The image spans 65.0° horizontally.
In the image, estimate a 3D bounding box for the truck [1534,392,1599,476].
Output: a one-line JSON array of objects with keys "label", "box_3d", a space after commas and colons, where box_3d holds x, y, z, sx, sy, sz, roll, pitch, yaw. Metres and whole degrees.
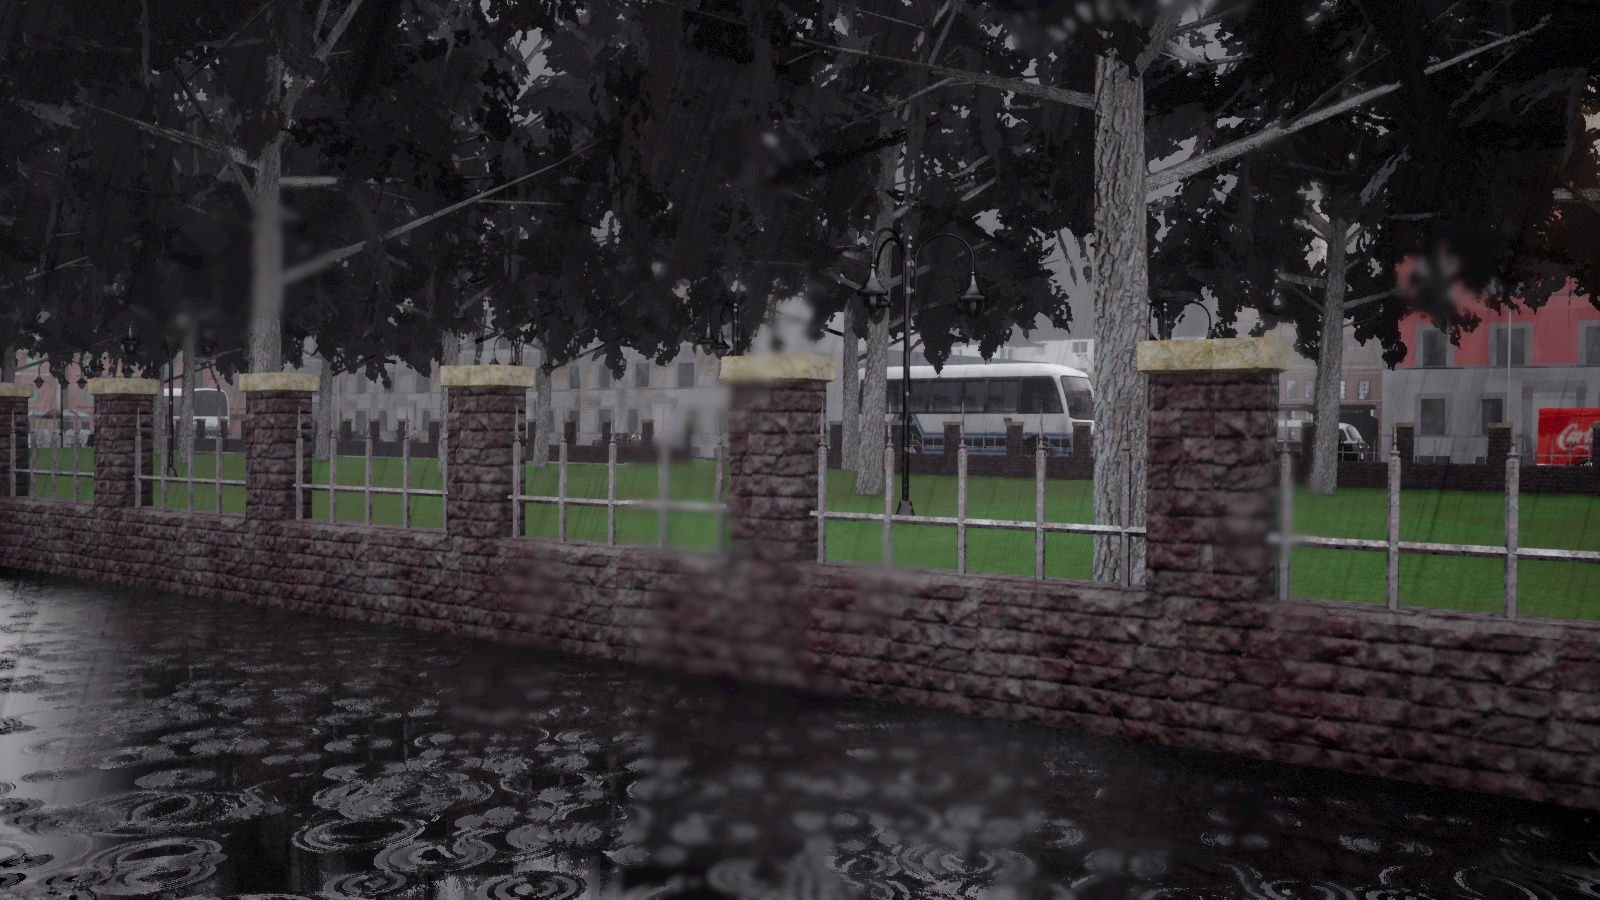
[{"label": "truck", "box_3d": [24.907, -0.489, 37.226, 5.204, 2.467, 2.627, 0, 1, 36]}]

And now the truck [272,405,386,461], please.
[{"label": "truck", "box_3d": [-30.652, -1.087, 81.598, 7.936, 3.462, 2.891, 0, 1, 35]}]

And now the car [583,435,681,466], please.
[{"label": "car", "box_3d": [-8.153, 0.002, 60.745, 4.674, 1.442, 1.812, 0, 1, 35]}]

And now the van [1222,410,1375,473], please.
[{"label": "van", "box_3d": [16.983, -0.284, 42.855, 4.480, 2.038, 2.069, 0, 1, 35]}]

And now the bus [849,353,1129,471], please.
[{"label": "bus", "box_3d": [7.328, -1.390, 49.699, 10.273, 4.253, 3.944, 0, 1, 35]}]
